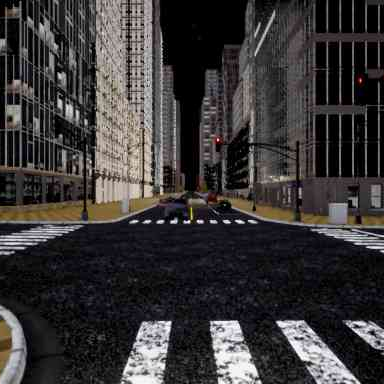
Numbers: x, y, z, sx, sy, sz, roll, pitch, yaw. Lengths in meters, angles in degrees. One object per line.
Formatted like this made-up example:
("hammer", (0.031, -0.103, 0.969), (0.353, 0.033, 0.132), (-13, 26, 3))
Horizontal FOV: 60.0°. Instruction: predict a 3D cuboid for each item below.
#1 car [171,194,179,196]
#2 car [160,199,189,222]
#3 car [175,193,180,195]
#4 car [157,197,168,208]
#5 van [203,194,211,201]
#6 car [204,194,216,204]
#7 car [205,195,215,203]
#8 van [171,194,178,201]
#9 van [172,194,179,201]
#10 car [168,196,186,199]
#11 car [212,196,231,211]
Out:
("car", (-4.133, 1.564, 63.861), (1.947, 1.339, 4.313), (0, 0, 0))
("car", (-1.298, 1.567, 27.019), (2.033, 1.411, 5.357), (0, 0, -3))
("car", (-4.186, 1.426, 74.917), (1.967, 1.590, 4.097), (0, 0, 0))
("car", (-4.053, 1.593, 47.278), (1.802, 1.307, 4.206), (0, 0, 0))
("van", (3.667, 1.321, 80.482), (1.690, 1.788, 3.998), (0, 0, 0))
("car", (3.747, 1.313, 63.899), (2.192, 1.841, 5.009), (0, 0, 0))
("car", (3.721, 1.432, 69.427), (1.967, 1.590, 4.097), (0, 0, 0))
("van", (-4.213, 1.321, 80.444), (1.690, 1.788, 3.998), (0, 0, 0))
("van", (-4.239, 1.315, 85.971), (1.690, 1.788, 3.998), (0, 0, 0))
("car", (-1.556, 1.540, 40.472), (1.812, 1.442, 4.674), (0, 0, 0))
("car", (3.903, 1.579, 41.790), (1.947, 1.339, 4.313), (0, 0, 0))
